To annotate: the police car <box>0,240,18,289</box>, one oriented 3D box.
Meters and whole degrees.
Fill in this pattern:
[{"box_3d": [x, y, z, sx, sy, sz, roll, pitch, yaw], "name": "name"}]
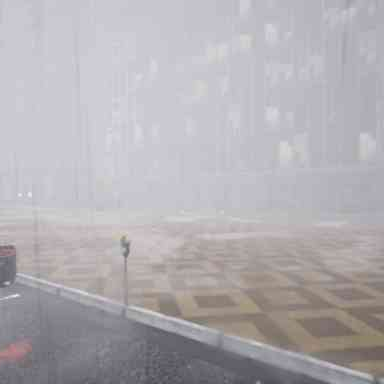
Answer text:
[{"box_3d": [-6.133, 1.362, 7.807, 5.238, 1.638, 1.930, 0, 0, 36], "name": "police car"}]
